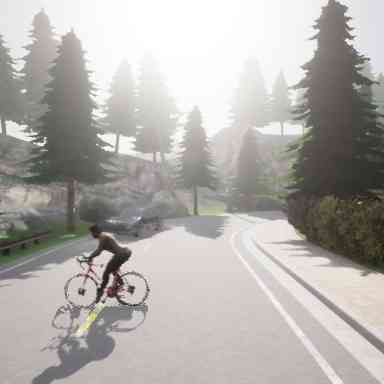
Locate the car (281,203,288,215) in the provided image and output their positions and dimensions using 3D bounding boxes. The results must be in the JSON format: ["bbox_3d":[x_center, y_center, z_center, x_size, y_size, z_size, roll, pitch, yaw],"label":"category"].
[{"bbox_3d":[10.970,1.491,33.048,4.902,1.511,2.128,0,0,-35],"label":"car"}]

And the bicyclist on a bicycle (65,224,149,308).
[{"bbox_3d":[-1.674,1.453,6.466,1.656,1.620,0.582,-2,0,0],"label":"bicyclist on a bicycle"}]

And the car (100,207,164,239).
[{"bbox_3d":[-3.034,1.547,17.884,2.033,1.411,5.357,0,0,13],"label":"car"}]
